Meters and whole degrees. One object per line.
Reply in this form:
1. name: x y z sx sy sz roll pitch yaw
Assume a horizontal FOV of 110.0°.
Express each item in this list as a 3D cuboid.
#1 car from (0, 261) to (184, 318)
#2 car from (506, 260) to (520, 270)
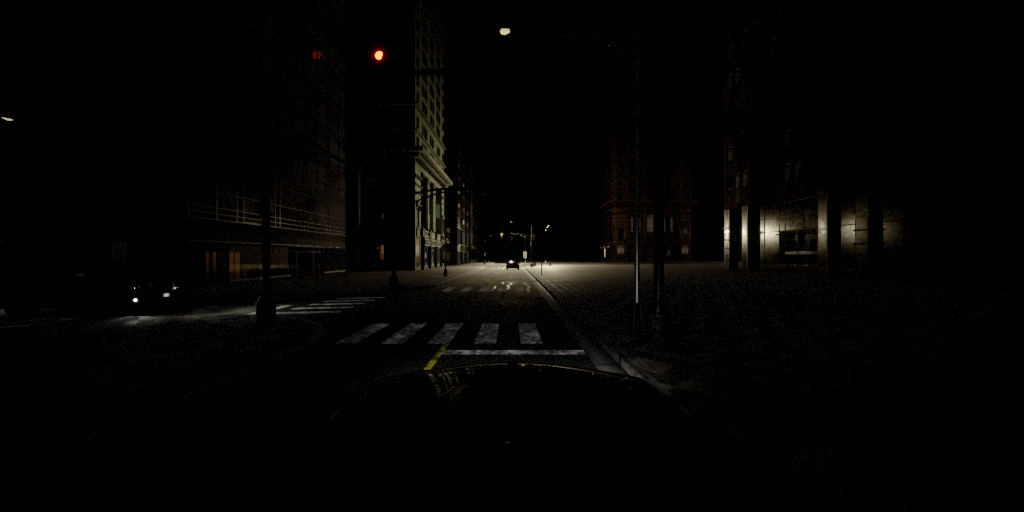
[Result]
1. car: -16.103 1.192 13.818 5.566 2.045 2.150 -1 0 0
2. car: 0.117 1.325 53.436 1.994 1.385 4.181 0 0 0
